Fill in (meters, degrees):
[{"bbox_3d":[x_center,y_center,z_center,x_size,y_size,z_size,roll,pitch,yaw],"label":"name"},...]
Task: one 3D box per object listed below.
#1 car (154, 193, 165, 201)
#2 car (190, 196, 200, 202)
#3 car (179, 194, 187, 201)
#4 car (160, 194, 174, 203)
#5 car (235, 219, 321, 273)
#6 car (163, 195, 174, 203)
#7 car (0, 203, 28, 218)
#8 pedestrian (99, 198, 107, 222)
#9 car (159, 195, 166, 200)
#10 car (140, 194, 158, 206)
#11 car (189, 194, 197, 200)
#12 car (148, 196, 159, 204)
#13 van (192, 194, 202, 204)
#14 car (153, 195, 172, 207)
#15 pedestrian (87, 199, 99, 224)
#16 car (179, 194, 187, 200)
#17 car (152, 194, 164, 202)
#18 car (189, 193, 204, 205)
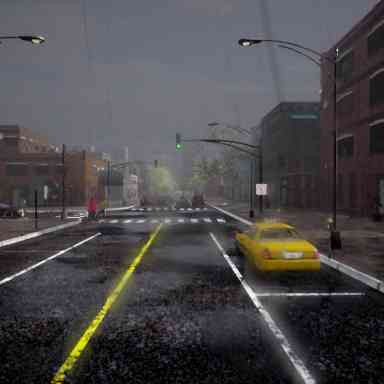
[{"bbox_3d":[-7.891,1.295,81.382,2.192,1.841,5.009,-1,0,-2],"label":"car"},{"bbox_3d":[0.639,1.532,76.067,2.008,1.369,4.403,-1,0,-2],"label":"car"},{"bbox_3d":[-2.153,1.502,79.805,2.128,1.511,4.902,0,0,-2],"label":"car"},{"bbox_3d":[-4.712,1.464,60.994,1.882,1.535,5.008,0,0,-1],"label":"car"},{"bbox_3d":[2.412,1.523,10.491,1.752,1.417,4.829,-1,0,-2],"label":"car"},{"bbox_3d":[-4.920,1.508,71.122,2.128,1.511,4.902,0,0,-2],"label":"car"},{"bbox_3d":[-19.058,1.793,32.364,5.357,1.411,2.033,-1,1,-2],"label":"car"},{"bbox_3d":[-6.749,1.289,24.750,0.375,1.860,0.375,-1,1,-2],"label":"pedestrian"},{"bbox_3d":[-8.188,1.521,92.466,1.887,1.381,4.507,-1,0,-2],"label":"car"},{"bbox_3d":[-7.141,1.303,53.672,2.192,1.841,5.009,-1,0,-2],"label":"car"},{"bbox_3d":[0.188,1.417,92.693,1.967,1.590,4.097,-1,0,-2],"label":"car"},{"bbox_3d":[-7.439,1.567,64.757,1.802,1.307,4.206,-1,0,-2],"label":"car"},{"bbox_3d":[0.936,1.326,64.983,1.690,1.788,3.998,-1,0,-2],"label":"van"},{"bbox_3d":[-4.474,1.553,51.196,1.994,1.385,4.181,0,0,-2],"label":"car"},{"bbox_3d":[-6.994,1.289,23.403,0.375,1.860,0.375,-1,1,-2],"label":"pedestrian"},{"bbox_3d":[-2.433,1.352,90.217,1.882,1.535,5.008,0,0,-2],"label":"car"},{"bbox_3d":[-7.742,1.297,75.841,2.192,1.841,5.009,-1,0,-2],"label":"car"},{"bbox_3d":[1.086,1.301,59.441,2.192,1.841,5.009,-1,0,-2],"label":"car"}]
